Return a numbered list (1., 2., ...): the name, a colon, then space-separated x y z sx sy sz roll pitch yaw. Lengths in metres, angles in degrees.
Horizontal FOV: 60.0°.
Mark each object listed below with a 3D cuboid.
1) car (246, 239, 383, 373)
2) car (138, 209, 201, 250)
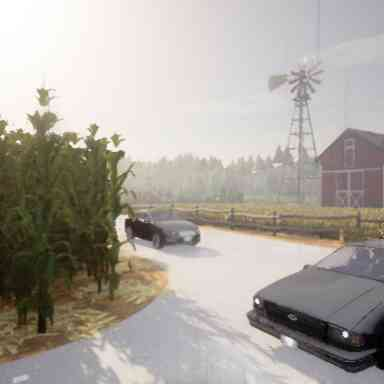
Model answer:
1. car: 3.478 1.589 5.837 5.357 1.411 2.033 0 0 -34
2. car: -1.447 1.537 14.879 2.128 1.511 4.902 0 0 -32
